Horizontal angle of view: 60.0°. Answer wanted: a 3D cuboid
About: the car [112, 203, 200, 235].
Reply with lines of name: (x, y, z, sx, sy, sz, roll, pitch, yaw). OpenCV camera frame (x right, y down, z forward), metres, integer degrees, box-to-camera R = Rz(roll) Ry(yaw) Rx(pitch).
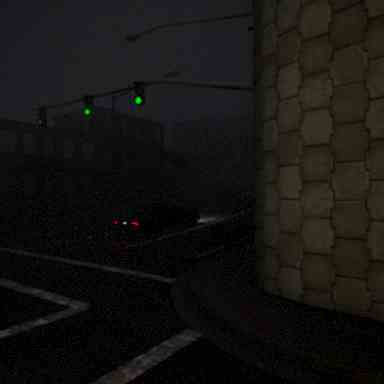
car: (-1.721, 1.319, 17.659, 2.033, 1.411, 5.357, -1, 4, 35)
